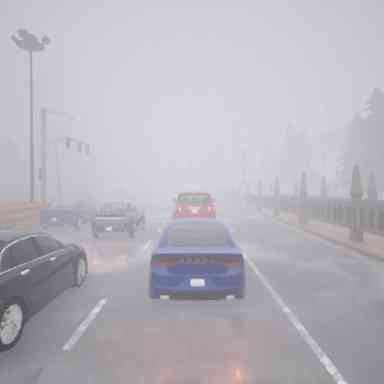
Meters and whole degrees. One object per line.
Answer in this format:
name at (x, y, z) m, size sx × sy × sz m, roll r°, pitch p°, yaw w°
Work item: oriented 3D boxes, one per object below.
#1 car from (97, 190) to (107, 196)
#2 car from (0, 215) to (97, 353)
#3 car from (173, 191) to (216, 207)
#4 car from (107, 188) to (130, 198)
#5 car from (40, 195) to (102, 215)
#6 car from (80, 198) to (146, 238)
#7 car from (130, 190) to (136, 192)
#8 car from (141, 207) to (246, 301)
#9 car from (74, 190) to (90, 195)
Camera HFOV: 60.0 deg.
car at (-20.760, 0.234, 78.076) m, size 2.128 × 1.511 × 4.902 m, roll 0°, pitch 1°, yaw 0°
car at (-3.403, 1.433, 6.006) m, size 1.837 × 1.490 × 4.892 m, roll 0°, pitch 1°, yaw 0°
car at (0.121, 0.945, 18.070) m, size 2.150 × 2.045 × 5.566 m, roll 0°, pitch 1°, yaw 0°
car at (-13.849, 0.186, 62.868) m, size 2.150 × 2.045 × 5.566 m, roll 0°, pitch 1°, yaw 1°
car at (-6.872, 1.185, 19.069) m, size 1.882 × 1.535 × 5.008 m, roll 0°, pitch 1°, yaw 0°
car at (-3.381, 1.251, 15.987) m, size 2.128 × 1.511 × 4.902 m, roll 0°, pitch 1°, yaw 0°
car at (-13.761, 0.264, 77.921) m, size 1.994 × 1.385 × 4.181 m, roll 0°, pitch 1°, yaw 0°
car at (0.100, 1.369, 8.201) m, size 1.882 × 1.535 × 5.008 m, roll 0°, pitch 1°, yaw 0°
car at (-20.842, 0.466, 63.100) m, size 1.837 × 1.490 × 4.892 m, roll 0°, pitch 1°, yaw 1°
